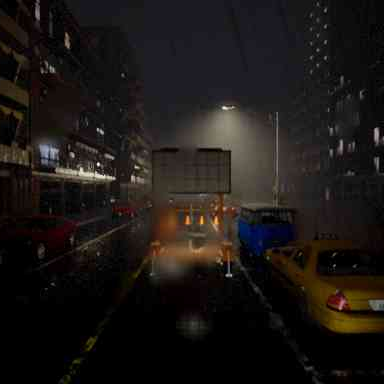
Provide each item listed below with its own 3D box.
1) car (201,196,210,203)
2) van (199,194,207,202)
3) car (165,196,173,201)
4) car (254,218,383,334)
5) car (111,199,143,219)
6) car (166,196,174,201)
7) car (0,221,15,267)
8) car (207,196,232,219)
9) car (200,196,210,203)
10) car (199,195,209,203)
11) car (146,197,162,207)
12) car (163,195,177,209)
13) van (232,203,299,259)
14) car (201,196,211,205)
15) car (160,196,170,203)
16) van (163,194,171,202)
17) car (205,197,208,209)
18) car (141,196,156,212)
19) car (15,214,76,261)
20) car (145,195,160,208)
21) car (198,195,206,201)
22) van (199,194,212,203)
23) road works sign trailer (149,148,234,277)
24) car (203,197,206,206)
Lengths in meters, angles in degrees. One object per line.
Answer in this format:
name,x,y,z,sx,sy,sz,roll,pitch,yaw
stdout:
car,2.610,1.584,45.397,1.802,1.307,4.206,0,0,0
van,2.553,1.374,78.558,1.690,1.788,3.998,0,0,0
car,-5.834,1.622,84.069,1.802,1.307,4.206,0,0,0
car,2.674,1.522,6.881,1.752,1.417,4.829,0,0,0
car,-5.743,1.540,28.804,1.887,1.381,4.507,0,0,0
car,-5.843,1.630,89.596,1.802,1.307,4.206,0,0,0
car,-5.705,1.522,6.527,1.752,1.417,4.829,0,0,0
car,2.637,1.436,28.817,1.967,1.590,4.097,0,0,0
car,2.574,1.585,67.504,1.947,1.339,4.313,0,0,0
car,2.563,1.465,73.030,1.967,1.590,4.097,0,0,0
car,-5.779,1.555,50.910,2.008,1.369,4.403,0,0,0
car,-3.141,1.509,46.615,1.837,1.490,4.892,0,-1,0
van,2.664,1.336,12.236,1.690,1.788,3.998,0,0,0
car,2.582,1.539,62.146,1.752,1.417,4.829,0,0,0
car,-5.816,1.570,73.016,1.887,1.381,4.507,0,0,0
van,-5.827,1.374,78.544,1.690,1.788,3.998,0,0,0
car,2.628,1.523,34.514,1.752,1.417,4.829,0,0,0
car,-5.761,1.524,39.687,1.752,1.417,4.829,0,0,0
car,-5.715,1.539,12.223,1.887,1.381,4.507,0,0,0
car,-5.772,1.317,45.383,2.192,1.841,5.009,0,0,0
car,2.545,1.566,84.253,1.752,1.417,4.829,0,0,0
van,2.591,1.350,56.450,1.690,1.788,3.998,0,0,0
road works sign trailer,-0.018,0.459,10.230,2.380,3.560,2.880,0,0,0
car,2.619,1.581,39.871,1.802,1.307,4.206,0,0,0
